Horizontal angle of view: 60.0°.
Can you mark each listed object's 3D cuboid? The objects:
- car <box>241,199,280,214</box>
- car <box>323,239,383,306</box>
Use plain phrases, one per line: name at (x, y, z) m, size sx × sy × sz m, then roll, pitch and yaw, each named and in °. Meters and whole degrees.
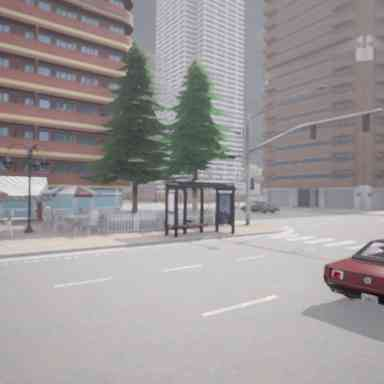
car at (8.592, 1.977, 42.181) m, size 2.033 × 1.411 × 5.357 m, roll 1°, pitch 0°, yaw -36°
car at (5.080, 1.699, 7.411) m, size 4.718 × 1.301 × 1.895 m, roll 1°, pitch 0°, yaw -36°
